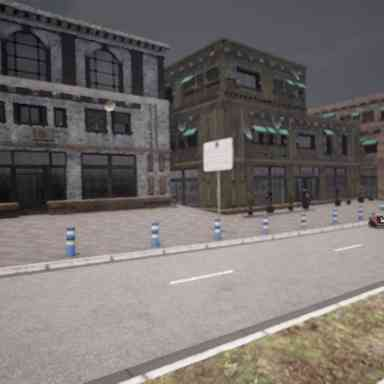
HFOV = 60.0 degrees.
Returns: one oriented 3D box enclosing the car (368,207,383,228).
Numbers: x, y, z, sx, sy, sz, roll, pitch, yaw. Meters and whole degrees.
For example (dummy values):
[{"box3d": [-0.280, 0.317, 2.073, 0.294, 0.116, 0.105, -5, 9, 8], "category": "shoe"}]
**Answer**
[{"box3d": [12.083, 1.362, 19.312, 4.181, 1.385, 1.994, -1, 1, -35], "category": "car"}]
